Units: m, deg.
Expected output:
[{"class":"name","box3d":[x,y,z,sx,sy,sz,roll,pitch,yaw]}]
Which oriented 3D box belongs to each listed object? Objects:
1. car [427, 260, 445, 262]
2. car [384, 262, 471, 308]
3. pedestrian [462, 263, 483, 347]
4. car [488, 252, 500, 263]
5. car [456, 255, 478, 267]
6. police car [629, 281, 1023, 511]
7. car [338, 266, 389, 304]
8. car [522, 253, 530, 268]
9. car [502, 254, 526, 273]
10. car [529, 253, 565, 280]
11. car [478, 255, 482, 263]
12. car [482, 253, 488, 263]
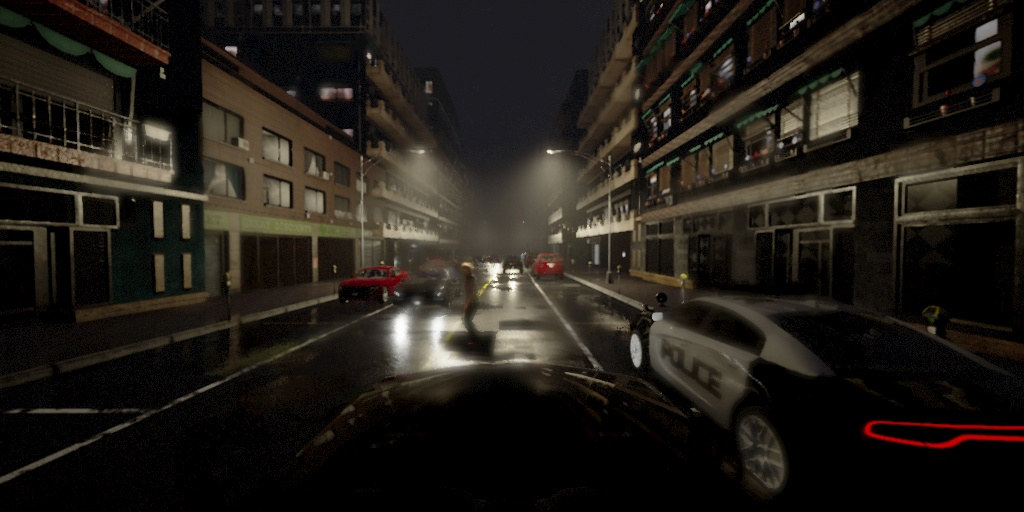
[{"class":"car","box3d":[-5.694,0.965,26.626,1.888,1.381,4.507,0,0,0]},{"class":"car","box3d":[-3.102,1.127,14.415,2.033,1.411,5.357,0,1,0]},{"class":"pedestrian","box3d":[-0.872,0.965,7.532,0.375,1.860,0.375,-1,1,0]},{"class":"car","box3d":[-3.011,0.490,62.725,1.812,1.442,4.674,0,1,0]},{"class":"car","box3d":[-5.695,0.642,43.678,1.967,1.591,4.097,0,0,0]},{"class":"police car","box3d":[3.000,1.137,4.537,1.930,1.638,5.238,0,1,0]},{"class":"car","box3d":[-5.694,1.113,15.257,1.888,1.381,4.507,0,0,0]},{"class":"car","box3d":[2.686,0.517,43.675,2.192,1.841,5.009,0,0,0]},{"class":"car","box3d":[0.091,0.818,34.645,1.837,1.490,4.892,0,-1,0]},{"class":"car","box3d":[2.687,0.735,26.623,2.192,1.841,5.009,0,0,0]},{"class":"car","box3d":[-5.695,0.676,49.363,1.888,1.381,4.507,0,0,0]},{"class":"car","box3d":[-5.695,0.554,60.731,1.948,1.339,4.313,0,0,0]}]
